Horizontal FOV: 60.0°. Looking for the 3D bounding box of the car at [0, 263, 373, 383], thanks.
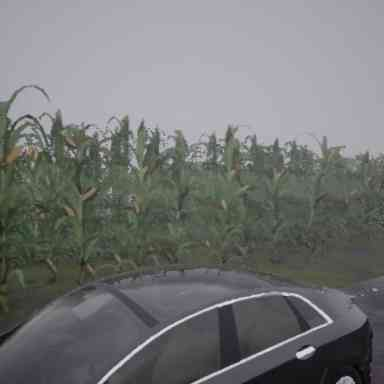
[{"bbox_3d":[-0.341,1.506,2.831,4.892,1.490,1.837,0,0,-36],"label":"car"}]
